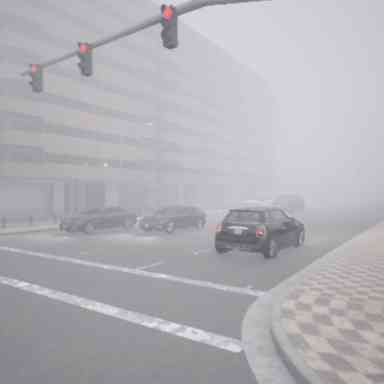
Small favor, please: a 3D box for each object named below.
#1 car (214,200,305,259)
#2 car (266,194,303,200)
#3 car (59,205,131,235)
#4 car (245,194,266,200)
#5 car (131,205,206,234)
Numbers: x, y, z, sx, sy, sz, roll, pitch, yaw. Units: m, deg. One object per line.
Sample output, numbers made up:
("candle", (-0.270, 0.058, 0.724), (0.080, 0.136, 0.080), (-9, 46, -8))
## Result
("car", (2.757, 1.344, 12.859), (2.097, 1.767, 4.553), (0, 0, 35))
("car", (10.270, 1.263, 35.461), (2.150, 2.045, 5.566), (-1, 0, 36))
("car", (-5.418, 1.573, 19.688), (1.837, 1.490, 4.892), (-1, 0, 35))
("car", (7.421, 1.288, 37.490), (2.150, 2.045, 5.566), (-1, 0, 36))
("car", (-1.039, 1.548, 19.825), (1.837, 1.490, 4.892), (-1, 0, 35))
